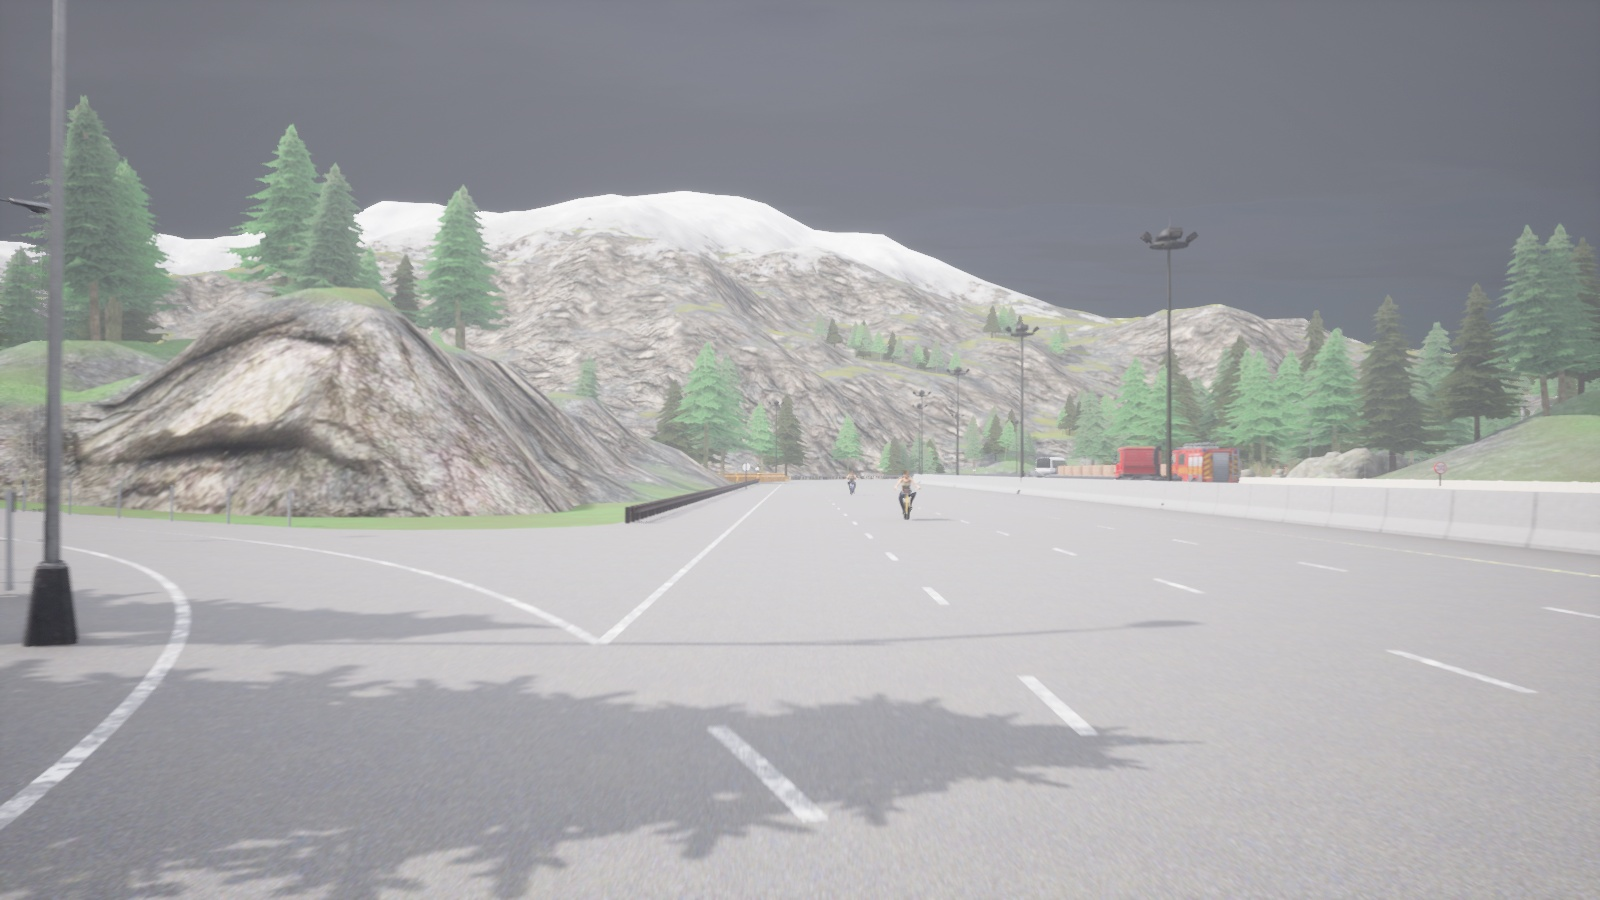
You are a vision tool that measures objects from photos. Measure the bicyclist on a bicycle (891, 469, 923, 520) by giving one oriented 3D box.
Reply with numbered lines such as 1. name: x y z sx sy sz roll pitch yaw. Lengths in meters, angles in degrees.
1. bicyclist on a bicycle: 3.397 1.407 40.124 0.866 1.612 1.509 0 -1 0

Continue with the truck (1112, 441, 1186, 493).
1. truck: 24.283 1.199 87.729 2.891 3.462 7.936 0 -1 0
